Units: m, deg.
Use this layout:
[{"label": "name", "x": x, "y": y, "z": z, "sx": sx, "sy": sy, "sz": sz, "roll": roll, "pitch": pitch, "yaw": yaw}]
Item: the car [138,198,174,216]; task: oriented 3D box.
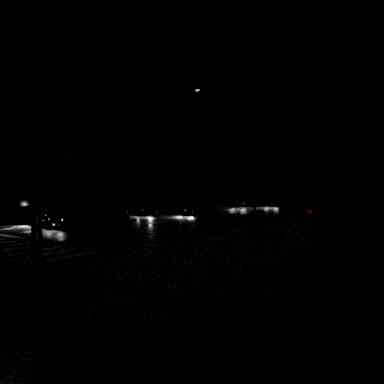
[{"label": "car", "x": -3.041, "y": 1.409, "z": 31.901, "sx": 1.837, "sy": 1.490, "sz": 4.892, "roll": 0, "pitch": 0, "yaw": 35}]

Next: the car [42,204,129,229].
[{"label": "car", "x": -6.476, "y": 1.489, "z": 21.420, "sx": 2.033, "sy": 1.411, "sz": 5.357, "roll": 0, "pitch": 0, "yaw": 35}]

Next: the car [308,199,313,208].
[{"label": "car", "x": 16.215, "y": 1.403, "z": 41.882, "sx": 1.895, "sy": 1.301, "sz": 4.718, "roll": 0, "pitch": 0, "yaw": 35}]

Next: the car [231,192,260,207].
[{"label": "car", "x": 7.580, "y": 1.049, "z": 46.839, "sx": 2.150, "sy": 2.045, "sz": 5.566, "roll": 0, "pitch": 0, "yaw": 36}]

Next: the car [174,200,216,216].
[{"label": "car", "x": 0.570, "y": 1.455, "z": 31.379, "sx": 1.994, "sy": 1.385, "sz": 4.181, "roll": 0, "pitch": 0, "yaw": 35}]

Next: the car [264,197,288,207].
[{"label": "car", "x": 12.065, "y": 1.407, "z": 47.505, "sx": 1.895, "sy": 1.301, "sz": 4.718, "roll": 0, "pitch": 0, "yaw": 36}]
